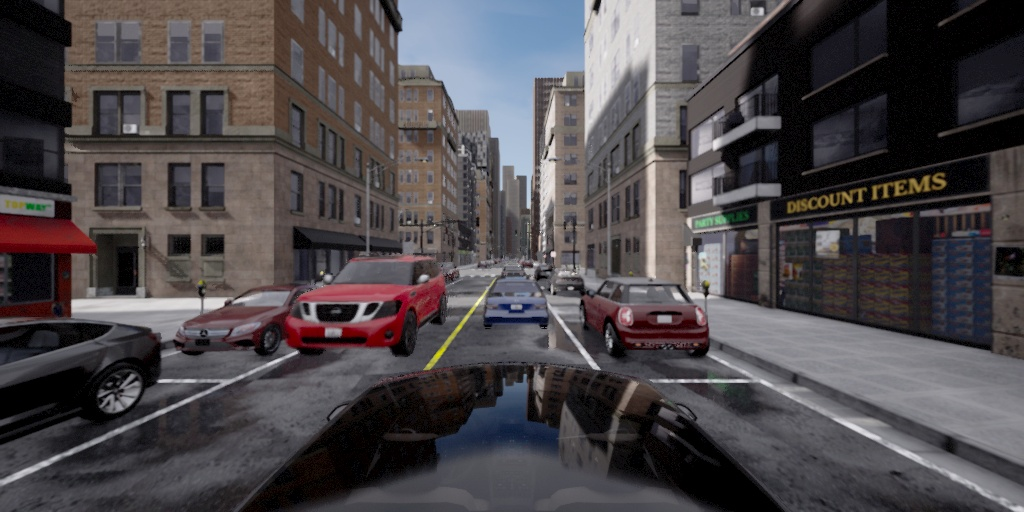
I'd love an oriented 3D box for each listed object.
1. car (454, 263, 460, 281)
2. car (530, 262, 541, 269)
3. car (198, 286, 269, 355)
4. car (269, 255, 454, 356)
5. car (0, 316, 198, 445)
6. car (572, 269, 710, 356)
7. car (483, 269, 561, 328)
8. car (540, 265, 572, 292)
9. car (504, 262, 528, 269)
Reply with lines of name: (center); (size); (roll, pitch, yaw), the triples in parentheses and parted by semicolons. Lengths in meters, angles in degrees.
car: (-5.647, 1.277, 30.665); (1.967, 1.591, 4.097); (0, 0, 0)
car: (2.879, 1.403, 30.658); (1.948, 1.339, 4.313); (0, 0, 0)
car: (-5.664, 1.352, 8.660); (1.802, 1.307, 4.207); (0, 0, 0)
car: (-3.105, 0.992, 9.033); (2.150, 2.045, 5.566); (0, 0, 1)
car: (-5.668, 1.320, 3.158); (1.948, 1.339, 4.313); (0, 0, 0)
car: (2.862, 1.210, 8.653); (1.967, 1.591, 4.097); (0, 0, 0)
car: (0.109, 1.326, 11.453); (2.033, 1.411, 5.357); (0, 0, 0)
car: (2.870, 1.353, 19.656); (2.007, 1.370, 4.403); (0, 0, 0)
car: (0.120, 1.435, 29.715); (1.895, 1.301, 4.718); (0, 0, 0)
